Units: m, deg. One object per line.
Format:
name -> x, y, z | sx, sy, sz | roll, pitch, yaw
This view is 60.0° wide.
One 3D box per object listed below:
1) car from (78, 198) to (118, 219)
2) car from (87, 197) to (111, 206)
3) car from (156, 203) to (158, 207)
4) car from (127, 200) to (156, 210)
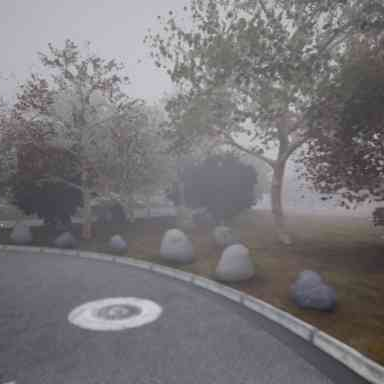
car -> -10.355, 1.843, 36.350 | 2.150, 2.045, 5.566 | -2, -2, 36
car -> -18.817, 1.875, 67.399 | 4.902, 1.511, 2.128 | 2, -1, 37
car -> -8.290, 2.097, 59.387 | 5.008, 1.535, 1.882 | 1, -1, 40
car -> -8.781, 2.050, 55.426 | 5.008, 1.535, 1.882 | 1, -1, 44
